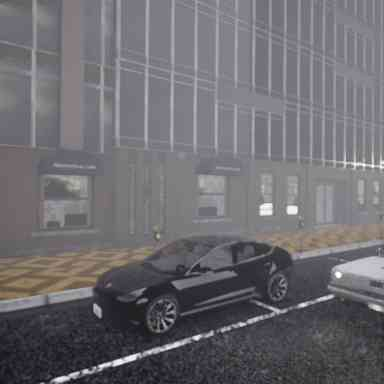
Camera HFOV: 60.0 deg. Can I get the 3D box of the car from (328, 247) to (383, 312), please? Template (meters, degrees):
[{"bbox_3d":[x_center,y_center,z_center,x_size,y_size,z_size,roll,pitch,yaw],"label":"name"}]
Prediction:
[{"bbox_3d":[4.887,1.630,6.841,4.718,1.301,1.895,0,0,-35],"label":"car"}]

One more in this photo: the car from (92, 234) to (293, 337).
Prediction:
[{"bbox_3d":[0.232,1.580,6.707,4.313,1.339,1.947,0,0,-35],"label":"car"}]
